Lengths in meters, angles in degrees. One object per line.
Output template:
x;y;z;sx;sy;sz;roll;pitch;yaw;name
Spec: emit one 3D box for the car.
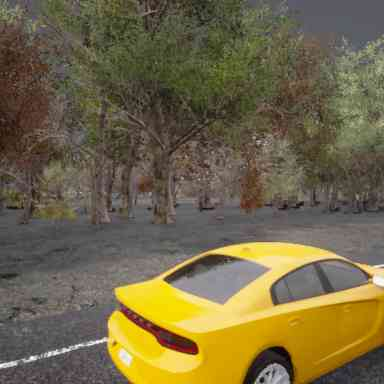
1.357;1.479;4.713;5.008;1.535;1.882;0;0;-35;car
